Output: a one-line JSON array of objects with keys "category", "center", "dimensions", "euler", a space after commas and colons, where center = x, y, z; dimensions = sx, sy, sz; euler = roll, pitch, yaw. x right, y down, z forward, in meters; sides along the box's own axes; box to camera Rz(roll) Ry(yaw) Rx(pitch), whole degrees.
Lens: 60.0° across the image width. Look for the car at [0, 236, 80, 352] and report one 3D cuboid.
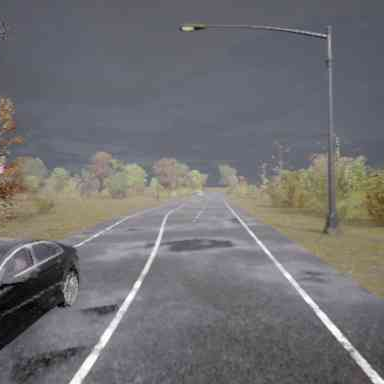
[{"category": "car", "center": [-3.342, 1.555, 5.259], "dimensions": [2.128, 1.511, 4.902], "euler": [-1, 0, 1]}]
